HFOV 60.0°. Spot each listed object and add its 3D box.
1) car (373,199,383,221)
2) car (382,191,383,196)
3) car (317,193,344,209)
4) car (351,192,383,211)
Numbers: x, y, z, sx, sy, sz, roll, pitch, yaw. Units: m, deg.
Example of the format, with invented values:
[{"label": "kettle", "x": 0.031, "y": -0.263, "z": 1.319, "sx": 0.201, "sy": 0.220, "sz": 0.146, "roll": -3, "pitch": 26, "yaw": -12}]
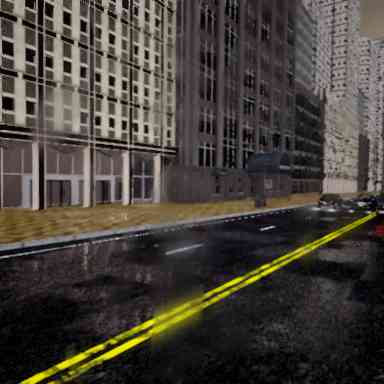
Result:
[{"label": "car", "x": 13.720, "y": 1.299, "z": 22.383, "sx": 1.895, "sy": 1.301, "sz": 4.718, "roll": 2, "pitch": 2, "yaw": 35}, {"label": "car", "x": 46.822, "y": 0.447, "z": 80.644, "sx": 1.994, "sy": 1.385, "sz": 4.181, "roll": 2, "pitch": 2, "yaw": 35}, {"label": "car", "x": 14.716, "y": 0.903, "z": 35.226, "sx": 1.837, "sy": 1.490, "sz": 4.892, "roll": 2, "pitch": 1, "yaw": 35}, {"label": "car", "x": 17.314, "y": 0.987, "z": 33.275, "sx": 2.128, "sy": 1.511, "sz": 4.902, "roll": 2, "pitch": 2, "yaw": 35}]
